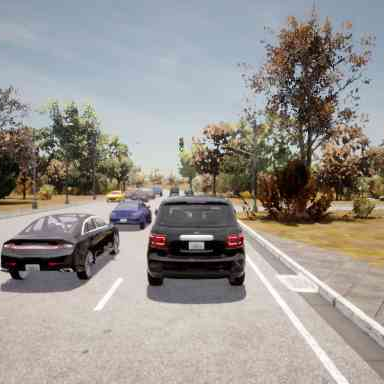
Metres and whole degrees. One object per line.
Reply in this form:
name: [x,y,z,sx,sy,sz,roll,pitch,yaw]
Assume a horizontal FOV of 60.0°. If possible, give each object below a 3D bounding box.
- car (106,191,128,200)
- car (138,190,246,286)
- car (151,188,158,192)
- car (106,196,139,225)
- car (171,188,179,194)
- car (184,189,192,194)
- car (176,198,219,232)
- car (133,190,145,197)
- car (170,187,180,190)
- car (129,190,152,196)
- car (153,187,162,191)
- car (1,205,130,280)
car: [-10.608,0.612,46.528,1.882,1.535,5.008,0,1,-2]
car: [0.098,1.086,9.179,2.150,2.045,5.566,0,1,0]
car: [-7.146,0.495,54.929,1.812,1.442,4.674,0,1,-1]
car: [-3.393,1.203,18.781,1.812,1.442,4.674,0,1,0]
car: [-4.509,-0.224,86.975,2.128,1.511,4.902,0,1,-3]
car: [-1.014,-0.201,87.174,1.994,1.385,4.181,0,1,-3]
car: [0.143,1.166,18.909,2.128,1.511,4.902,0,1,-3]
car: [-10.764,0.283,67.732,1.994,1.385,4.181,0,1,-1]
car: [-4.013,-0.239,76.547,2.150,2.045,5.566,0,1,-2]
car: [-7.076,0.705,46.176,1.994,1.385,4.181,0,1,-1]
car: [-7.273,-0.079,68.817,2.150,2.045,5.566,0,1,-1]
car: [-3.398,1.350,9.513,2.128,1.511,4.902,0,1,0]
